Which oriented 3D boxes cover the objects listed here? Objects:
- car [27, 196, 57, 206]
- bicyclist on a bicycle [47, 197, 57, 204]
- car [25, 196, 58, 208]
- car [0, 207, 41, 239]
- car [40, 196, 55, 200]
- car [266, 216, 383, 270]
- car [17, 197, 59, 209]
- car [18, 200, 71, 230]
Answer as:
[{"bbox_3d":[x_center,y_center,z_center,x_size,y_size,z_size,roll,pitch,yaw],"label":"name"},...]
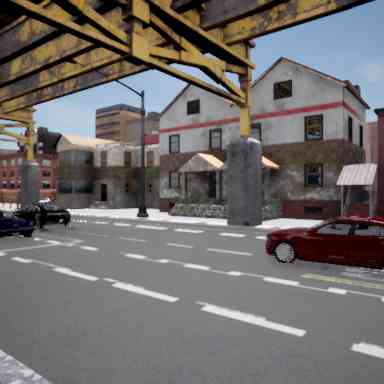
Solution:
[{"bbox_3d":[-21.762,1.269,48.372,1.853,1.218,4.536,0,0,8],"label":"car"},{"bbox_3d":[-14.254,1.285,33.760,0.582,1.620,1.656,0,0,38],"label":"bicyclist on a bicycle"},{"bbox_3d":[-21.769,1.427,48.321,2.038,1.542,4.974,0,0,8],"label":"car"},{"bbox_3d":[-9.682,1.592,16.372,4.718,1.301,1.895,0,0,38],"label":"car"},{"bbox_3d":[-20.557,1.271,44.795,4.536,1.218,1.853,0,0,-22],"label":"car"},{"bbox_3d":[4.682,1.472,9.968,5.008,1.535,1.882,0,0,38],"label":"car"},{"bbox_3d":[-20.605,1.429,44.775,4.974,1.542,2.038,0,0,-22],"label":"car"},{"bbox_3d":[-9.595,1.480,20.972,4.902,1.511,2.128,0,0,38],"label":"car"}]
